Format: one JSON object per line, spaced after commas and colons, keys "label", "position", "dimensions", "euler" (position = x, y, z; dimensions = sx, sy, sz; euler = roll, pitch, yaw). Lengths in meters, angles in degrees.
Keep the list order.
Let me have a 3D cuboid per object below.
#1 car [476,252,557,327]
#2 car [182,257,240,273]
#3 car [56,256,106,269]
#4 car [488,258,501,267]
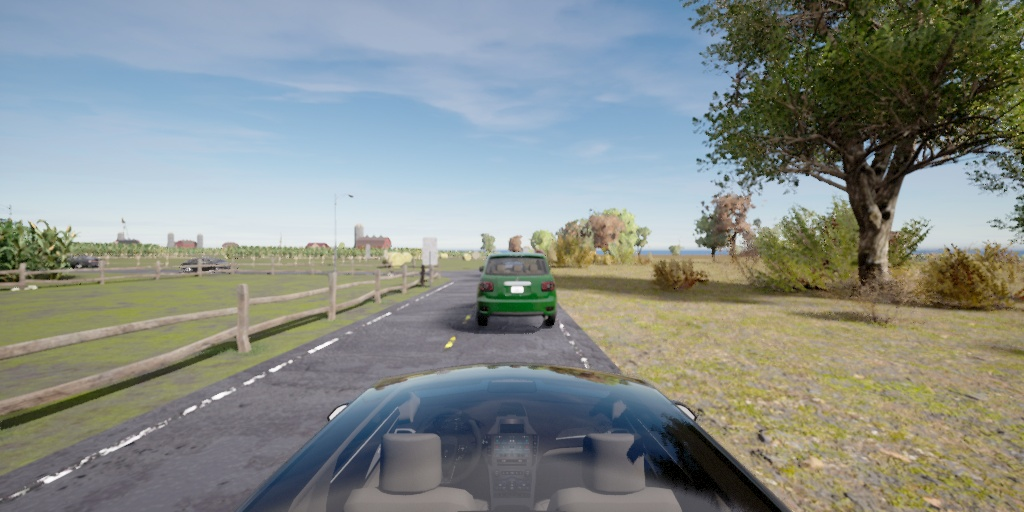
{"label": "car", "position": [0.097, 0.914, 11.489], "dimensions": [2.150, 2.045, 5.566], "euler": [0, 0, -1]}
{"label": "car", "position": [-29.789, 0.897, 35.529], "dimensions": [4.892, 1.490, 1.837], "euler": [1, 1, -1]}
{"label": "car", "position": [-46.432, 0.722, 38.239], "dimensions": [4.902, 1.511, 2.128], "euler": [0, 1, 0]}
{"label": "car", "position": [-2.857, 1.028, 59.973], "dimensions": [1.994, 1.385, 4.181], "euler": [0, 0, 0]}
